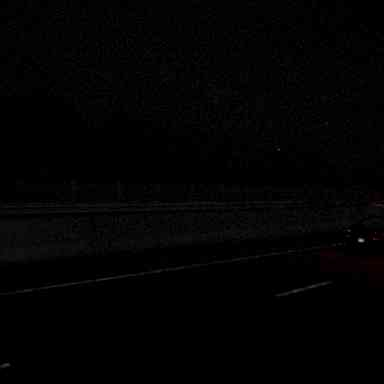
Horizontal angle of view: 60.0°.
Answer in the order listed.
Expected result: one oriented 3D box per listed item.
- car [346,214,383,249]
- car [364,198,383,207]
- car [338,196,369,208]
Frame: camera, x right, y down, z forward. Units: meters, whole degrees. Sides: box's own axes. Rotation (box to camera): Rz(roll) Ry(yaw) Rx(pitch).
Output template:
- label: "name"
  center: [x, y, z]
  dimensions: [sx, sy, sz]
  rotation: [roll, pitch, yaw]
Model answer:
- label: "car"
  center: [8.323, 1.660, 13.996]
  dimensions: [4.674, 1.442, 1.812]
  rotation: [0, 0, -35]
- label: "car"
  center: [24.832, 1.881, 43.156]
  dimensions: [5.008, 1.535, 1.882]
  rotation: [1, 0, -35]
- label: "car"
  center: [22.397, 1.617, 45.721]
  dimensions: [5.566, 2.045, 2.150]
  rotation: [0, 0, -35]
